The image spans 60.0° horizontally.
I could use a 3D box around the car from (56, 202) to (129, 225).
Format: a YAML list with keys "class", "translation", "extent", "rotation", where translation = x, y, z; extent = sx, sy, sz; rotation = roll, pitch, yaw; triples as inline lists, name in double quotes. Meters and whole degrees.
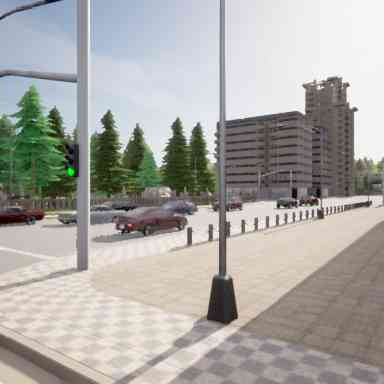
- class: "car"
  translation: [-7.110, 1.601, 23.710]
  extent: [1.895, 1.301, 4.718]
  rotation: [0, 0, 35]

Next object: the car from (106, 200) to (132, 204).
- class: "car"
  translation: [-7.050, 1.478, 29.828]
  extent: [1.882, 1.535, 5.008]
  rotation: [0, 0, 36]

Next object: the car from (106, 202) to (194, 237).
- class: "car"
  translation: [-2.138, 1.526, 18.313]
  extent: [1.812, 1.442, 4.674]
  rotation: [0, 0, 35]

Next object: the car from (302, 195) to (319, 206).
- class: "car"
  translation: [19.069, 1.352, 54.102]
  extent: [2.097, 1.767, 4.553]
  rotation: [0, 0, 35]

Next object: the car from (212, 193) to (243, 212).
- class: "car"
  translation: [4.298, 1.352, 39.705]
  extent: [2.097, 1.767, 4.553]
  rotation: [0, 0, 36]

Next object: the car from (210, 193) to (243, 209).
- class: "car"
  translation: [4.946, 1.221, 46.600]
  extent: [2.150, 2.045, 5.566]
  rotation: [0, 0, 36]

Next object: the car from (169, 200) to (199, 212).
- class: "car"
  translation: [-1.508, 1.547, 31.569]
  extent: [2.033, 1.411, 5.357]
  rotation: [0, 0, 36]

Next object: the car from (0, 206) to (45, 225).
- class: "car"
  translation: [-12.534, 1.601, 22.207]
  extent: [1.895, 1.301, 4.718]
  rotation: [0, 0, 37]

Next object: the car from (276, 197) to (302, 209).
- class: "car"
  translation: [13.186, 1.505, 45.837]
  extent: [1.837, 1.490, 4.892]
  rotation: [0, 0, 35]

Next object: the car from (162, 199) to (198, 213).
- class: "car"
  translation: [-1.304, 1.564, 37.898]
  extent: [1.994, 1.385, 4.181]
  rotation: [0, 0, 35]
